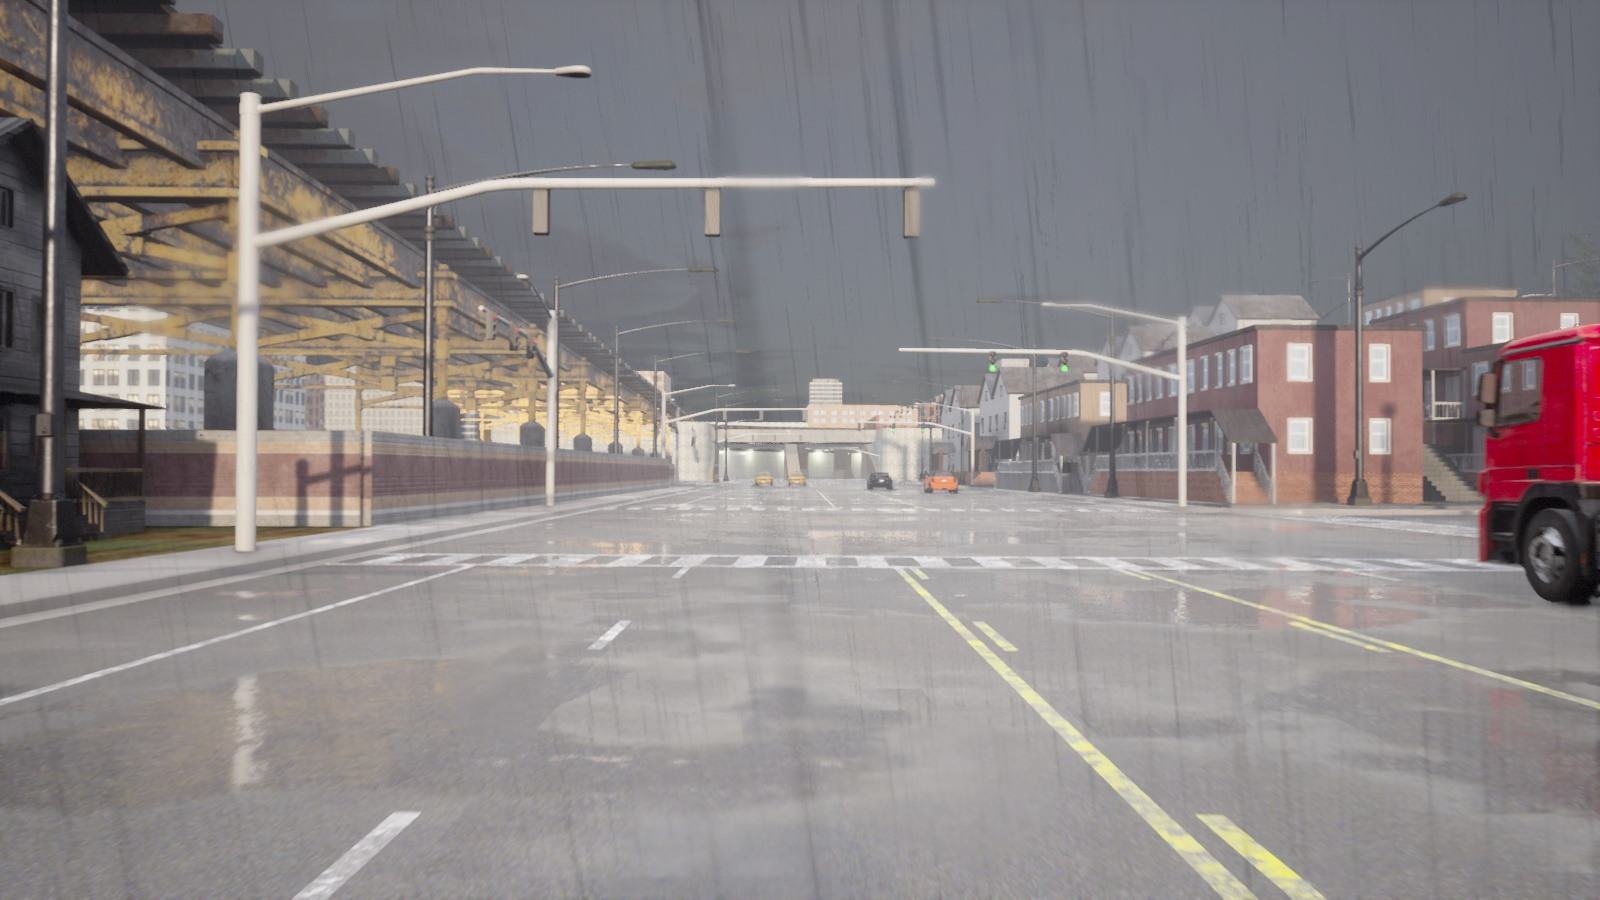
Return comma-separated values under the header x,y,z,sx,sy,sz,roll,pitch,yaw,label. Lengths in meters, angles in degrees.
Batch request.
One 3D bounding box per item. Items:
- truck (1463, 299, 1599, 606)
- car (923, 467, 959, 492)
x,y,z,sx,sy,sz,roll,pitch,yaw,label
10.467,0.009,13.054,2.891,3.462,7.936,0,-1,0,truck
10.293,2.171,91.945,2.097,1.767,4.553,0,-1,0,car
